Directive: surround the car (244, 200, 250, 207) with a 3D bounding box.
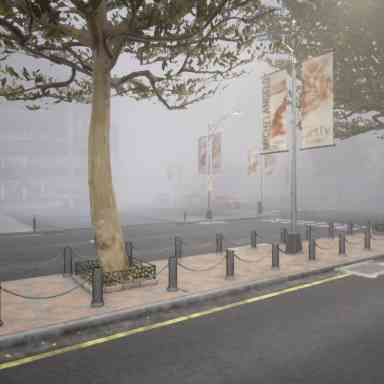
[{"bbox_3d":[6.978,1.526,52.034,1.812,1.442,4.674,0,0,-36],"label":"car"}]

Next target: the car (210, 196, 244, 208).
[{"bbox_3d":[4.915,1.352,48.890,2.097,1.767,4.553,0,0,-35],"label":"car"}]

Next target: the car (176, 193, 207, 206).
[{"bbox_3d":[-0.181,1.352,55.969,2.097,1.767,4.553,0,0,-36],"label":"car"}]

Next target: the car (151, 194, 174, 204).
[{"bbox_3d":[-6.088,1.564,63.577,1.994,1.385,4.181,0,0,-42],"label":"car"}]

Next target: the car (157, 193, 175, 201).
[{"bbox_3d":[-5.091,1.219,67.877,5.566,2.045,2.150,0,0,45],"label":"car"}]
